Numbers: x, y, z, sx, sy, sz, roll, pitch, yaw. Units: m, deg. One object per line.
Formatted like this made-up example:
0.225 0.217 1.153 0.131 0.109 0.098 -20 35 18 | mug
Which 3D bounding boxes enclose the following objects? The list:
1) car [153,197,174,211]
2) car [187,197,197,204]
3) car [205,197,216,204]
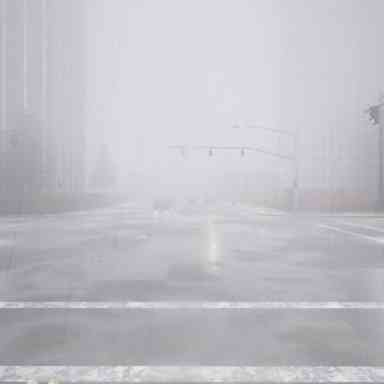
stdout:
-3.580 1.564 40.787 1.994 1.385 4.181 0 0 0 | car
0.030 1.564 64.985 1.994 1.385 4.181 0 0 0 | car
3.530 1.601 65.014 1.895 1.301 4.718 0 0 0 | car
